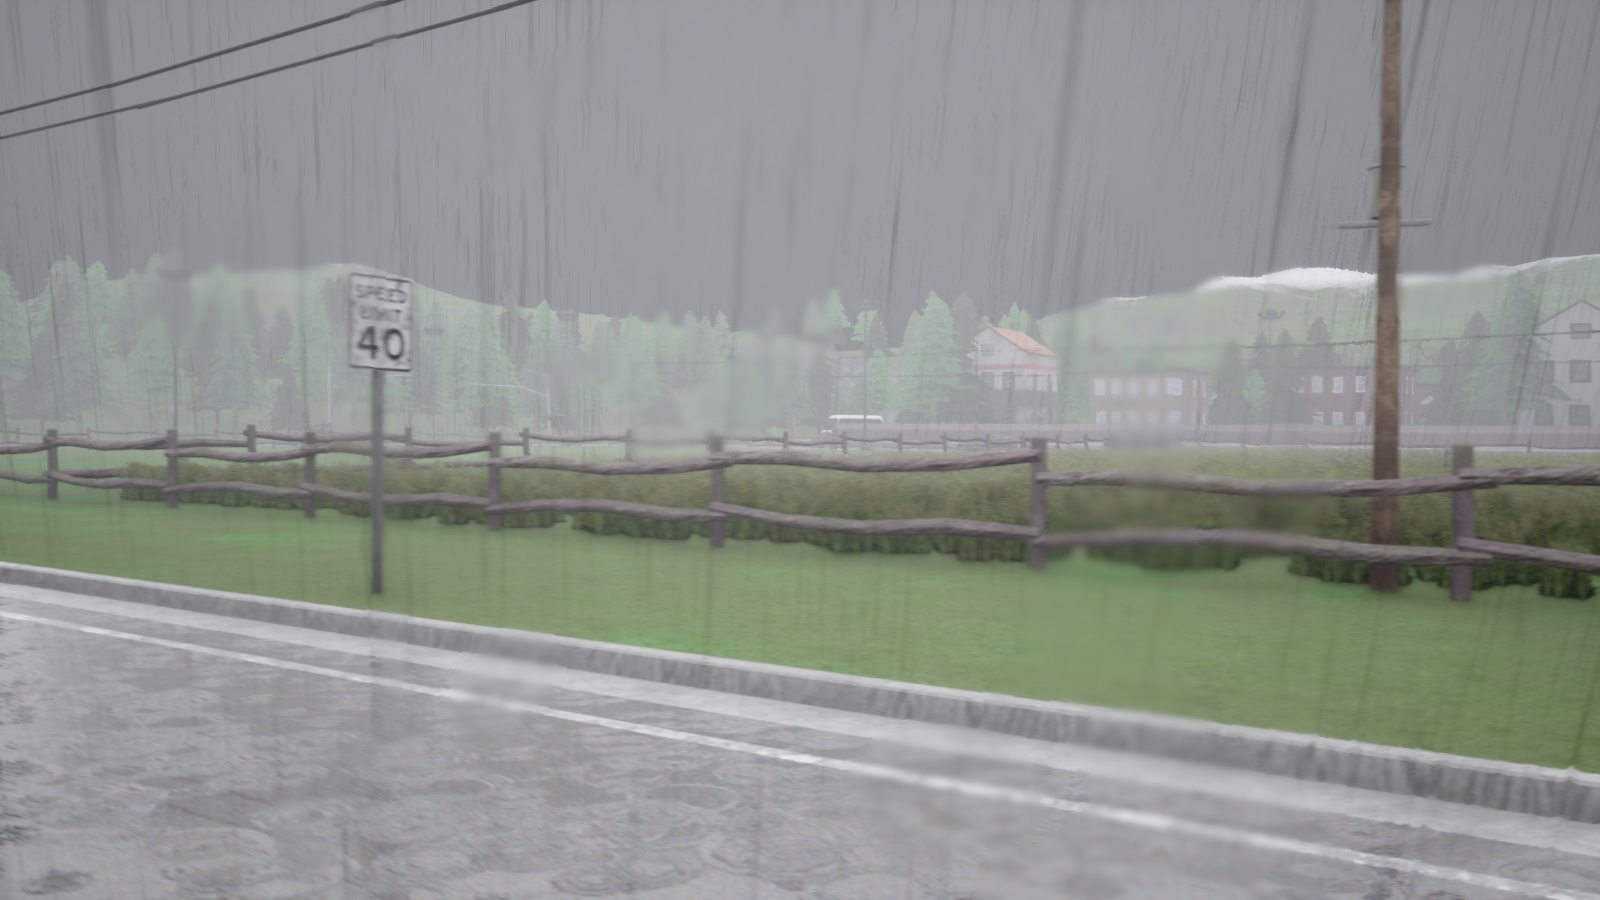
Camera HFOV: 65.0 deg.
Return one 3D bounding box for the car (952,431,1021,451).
[{"bbox_3d":[14.467,-0.706,97.574,4.792,1.488,2.163,0,1,34],"label":"car"}]
